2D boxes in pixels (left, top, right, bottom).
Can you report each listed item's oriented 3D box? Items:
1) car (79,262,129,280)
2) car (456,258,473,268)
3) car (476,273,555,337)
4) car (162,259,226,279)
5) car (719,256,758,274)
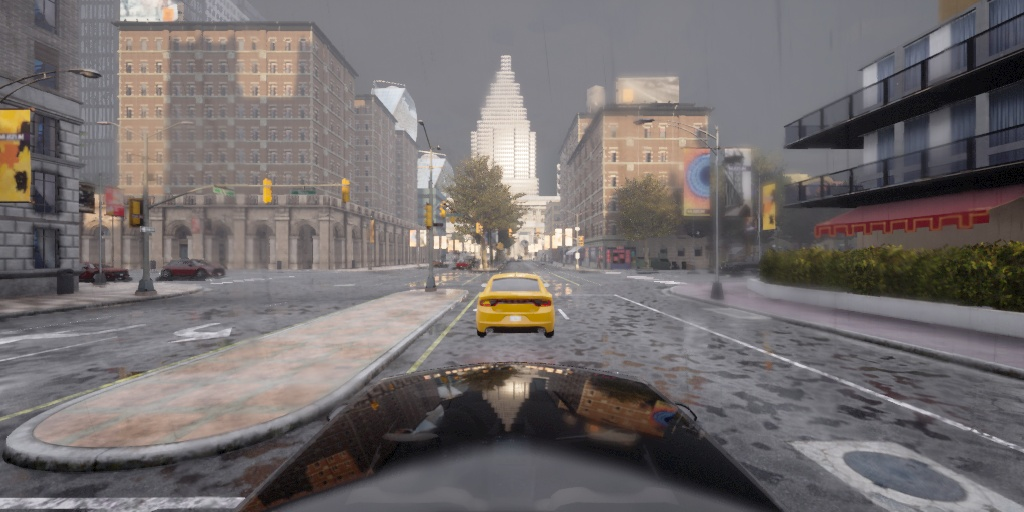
[{"bbox_3d":[-33.944,1.228,28.874,5.008,1.535,1.882,0,0,0],"label":"car"},{"bbox_3d":[-7.999,1.351,59.114,1.895,1.301,4.718,0,0,0],"label":"car"},{"bbox_3d":[0.093,1.228,10.374,1.882,1.535,5.008,0,0,0],"label":"car"},{"bbox_3d":[-28.631,1.102,32.394,4.553,1.767,2.097,0,0,0],"label":"car"},{"bbox_3d":[26.005,0.971,39.721,5.566,2.045,2.150,0,0,0],"label":"car"}]
